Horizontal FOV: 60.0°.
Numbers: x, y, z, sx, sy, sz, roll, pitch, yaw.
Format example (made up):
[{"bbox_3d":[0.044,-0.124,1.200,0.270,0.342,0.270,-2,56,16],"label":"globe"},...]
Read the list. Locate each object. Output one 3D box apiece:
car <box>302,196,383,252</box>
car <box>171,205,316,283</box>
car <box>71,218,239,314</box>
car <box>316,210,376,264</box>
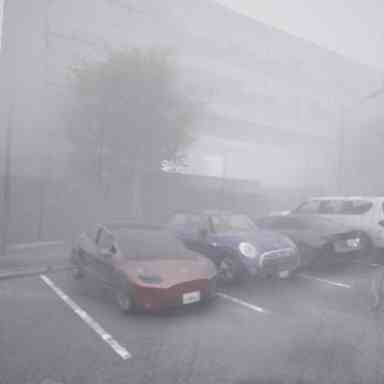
[{"bbox_3d":[5.395,1.172,12.843,2.435,2.045,5.566,0,0,-35],"label":"car"},{"bbox_3d":[0.844,1.325,9.604,2.185,1.767,4.553,0,0,-35],"label":"car"},{"bbox_3d":[-1.396,1.493,7.932,2.163,1.488,4.792,0,0,-35],"label":"car"},{"bbox_3d":[3.121,1.466,11.224,2.163,1.488,4.792,0,0,-35],"label":"car"}]
